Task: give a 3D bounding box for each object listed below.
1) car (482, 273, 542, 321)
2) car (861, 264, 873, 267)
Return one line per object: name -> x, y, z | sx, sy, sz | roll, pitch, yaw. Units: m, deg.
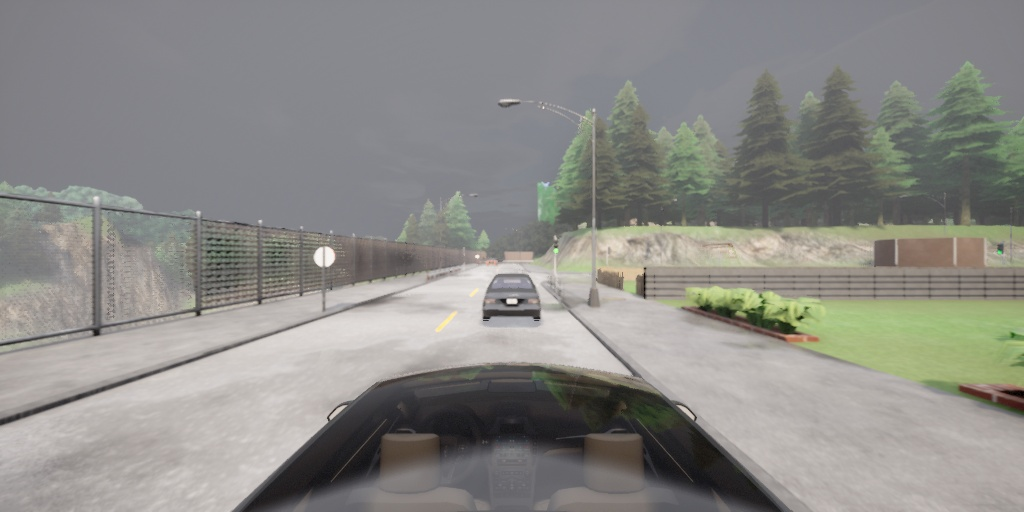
car -> 0.003, 1.299, 12.451 | 2.033, 1.411, 5.357 | 0, 0, 0
car -> 39.224, 1.322, 37.966 | 4.181, 1.385, 1.994 | 0, 0, 1
